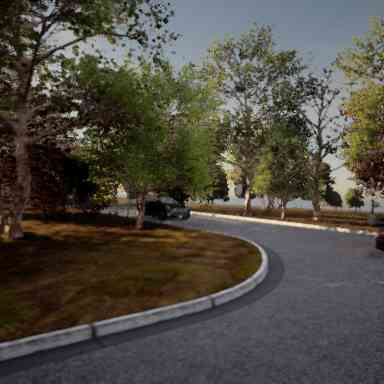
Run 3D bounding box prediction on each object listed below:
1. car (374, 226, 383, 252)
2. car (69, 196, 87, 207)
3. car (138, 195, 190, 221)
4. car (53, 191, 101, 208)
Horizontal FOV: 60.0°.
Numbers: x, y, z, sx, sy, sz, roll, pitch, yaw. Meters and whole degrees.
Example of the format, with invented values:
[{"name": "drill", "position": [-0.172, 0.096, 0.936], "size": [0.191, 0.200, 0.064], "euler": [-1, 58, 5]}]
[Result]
[{"name": "car", "position": [8.051, 1.591, 9.960], "size": [1.812, 1.442, 4.674], "euler": [0, 2, -35]}, {"name": "car", "position": [-12.898, 0.881, 33.700], "size": [5.008, 1.535, 1.882], "euler": [2, -2, 6]}, {"name": "car", "position": [-2.050, 1.045, 24.041], "size": [2.097, 1.767, 4.553], "euler": [2, 0, -36]}, {"name": "car", "position": [-12.784, 0.812, 37.102], "size": [4.553, 1.767, 2.097], "euler": [1, -1, 13]}]
